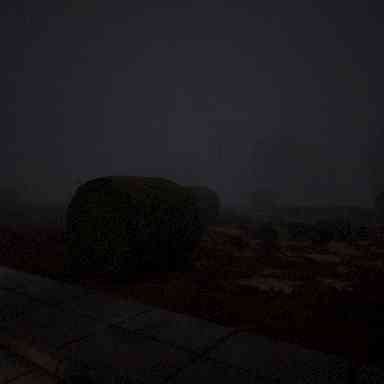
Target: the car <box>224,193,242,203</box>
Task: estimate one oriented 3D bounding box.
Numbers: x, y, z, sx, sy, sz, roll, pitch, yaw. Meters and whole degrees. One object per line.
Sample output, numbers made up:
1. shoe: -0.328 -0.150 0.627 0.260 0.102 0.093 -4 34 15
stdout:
1. car: 8.763 1.168 70.330 3.866 1.878 1.905 -2 6 -11
